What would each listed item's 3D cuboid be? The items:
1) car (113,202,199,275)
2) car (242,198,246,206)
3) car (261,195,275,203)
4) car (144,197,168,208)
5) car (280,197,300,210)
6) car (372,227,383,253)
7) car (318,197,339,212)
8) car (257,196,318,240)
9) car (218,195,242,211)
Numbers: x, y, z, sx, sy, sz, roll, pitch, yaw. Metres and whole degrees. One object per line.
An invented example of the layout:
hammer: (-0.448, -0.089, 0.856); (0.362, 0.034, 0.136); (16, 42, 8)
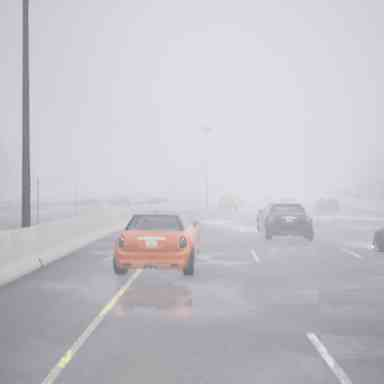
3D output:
car: (-0.880, 1.302, 10.447); (2.097, 1.767, 4.553); (0, 0, 4)
car: (6.490, 1.302, 47.989); (1.812, 1.442, 4.674); (0, 0, 16)
car: (14.214, 1.313, 61.725); (1.895, 1.301, 4.718); (0, 0, 21)
car: (-4.927, 1.387, 46.084); (1.895, 1.301, 4.718); (0, 0, 14)
car: (11.848, 1.358, 40.521); (2.033, 1.411, 5.357); (0, 0, 13)
car: (7.594, 1.513, 10.680); (1.994, 1.385, 4.181); (0, 0, 4)
car: (14.444, 1.323, 35.703); (2.128, 1.511, 4.902); (0, 0, 12)
car: (4.505, 1.274, 16.712); (2.097, 1.767, 4.553); (0, 0, 5)
car: (4.283, 1.175, 38.372); (2.097, 1.767, 4.553); (0, 0, 12)
